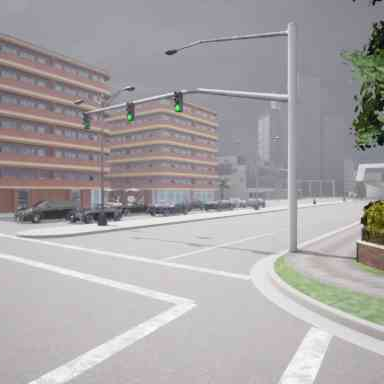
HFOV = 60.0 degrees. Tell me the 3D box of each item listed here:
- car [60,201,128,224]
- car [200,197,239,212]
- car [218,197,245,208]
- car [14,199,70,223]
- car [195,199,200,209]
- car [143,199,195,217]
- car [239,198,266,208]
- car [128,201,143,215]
[{"bbox_3d":[-7.249,1.564,24.926,1.994,1.385,4.181,0,0,36],"label":"car"},{"bbox_3d":[3.305,1.601,39.412,1.895,1.301,4.718,0,0,36],"label":"car"},{"bbox_3d":[5.834,1.526,48.787,1.812,1.442,4.674,0,0,36],"label":"car"},{"bbox_3d":[-11.107,1.352,25.582,2.097,1.767,4.553,0,0,36],"label":"car"},{"bbox_3d":[-0.199,1.547,40.549,2.033,1.411,5.357,0,0,36],"label":"car"},{"bbox_3d":[-2.091,1.601,32.005,1.895,1.301,4.718,0,0,36],"label":"car"},{"bbox_3d":[8.844,1.526,46.974,1.812,1.442,4.674,0,0,36],"label":"car"},{"bbox_3d":[-5.838,1.601,32.813,1.895,1.301,4.718,0,0,36],"label":"car"}]
